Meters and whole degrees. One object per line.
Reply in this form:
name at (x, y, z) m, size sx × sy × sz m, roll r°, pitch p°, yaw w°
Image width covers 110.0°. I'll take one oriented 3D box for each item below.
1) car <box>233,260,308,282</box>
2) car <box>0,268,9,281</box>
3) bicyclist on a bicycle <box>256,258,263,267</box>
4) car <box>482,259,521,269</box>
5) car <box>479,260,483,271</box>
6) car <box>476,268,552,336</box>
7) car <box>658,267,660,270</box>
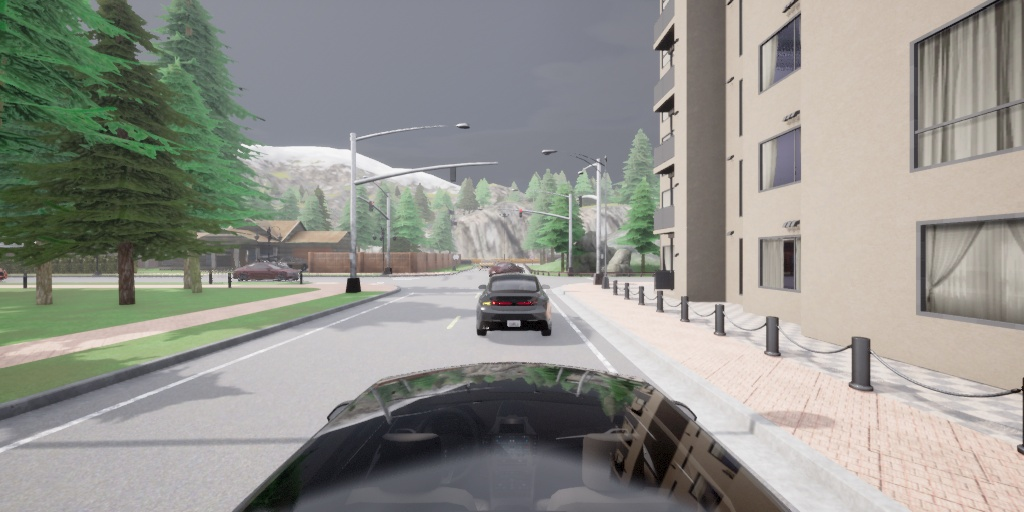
car at (-18.677, 1.261, 27.492) m, size 4.674 × 1.442 × 1.812 m, roll 0°, pitch 0°, yaw -1°
car at (-41.324, 1.088, 26.988) m, size 4.553 × 1.767 × 2.097 m, roll 0°, pitch 0°, yaw -2°
bicyclist on a bicycle at (-24.546, 1.016, 34.882) m, size 0.582 × 1.620 × 1.656 m, roll 0°, pitch 0°, yaw -1°
car at (-0.521, 1.276, 33.498) m, size 1.812 × 1.442 × 4.674 m, roll 1°, pitch 0°, yaw 28°
car at (-3.563, 1.227, 50.248) m, size 1.882 × 1.535 × 5.008 m, roll 0°, pitch 0°, yaw 0°
car at (0.062, 1.255, 10.382) m, size 1.837 × 1.490 × 4.892 m, roll 0°, pitch 0°, yaw 0°
car at (16.028, 0.987, 32.081) m, size 5.566 × 2.045 × 2.150 m, roll 0°, pitch 0°, yaw -1°
